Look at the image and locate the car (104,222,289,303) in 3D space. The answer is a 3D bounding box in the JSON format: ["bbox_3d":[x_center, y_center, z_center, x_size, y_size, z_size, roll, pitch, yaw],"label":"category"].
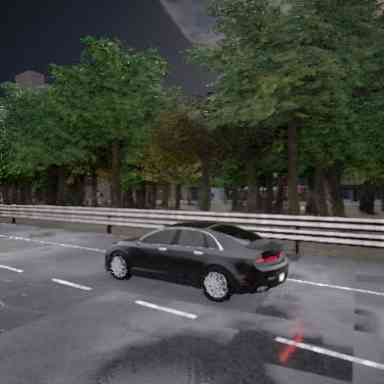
[{"bbox_3d":[-0.127,1.510,8.259,4.892,1.490,1.837,0,0,36],"label":"car"}]
